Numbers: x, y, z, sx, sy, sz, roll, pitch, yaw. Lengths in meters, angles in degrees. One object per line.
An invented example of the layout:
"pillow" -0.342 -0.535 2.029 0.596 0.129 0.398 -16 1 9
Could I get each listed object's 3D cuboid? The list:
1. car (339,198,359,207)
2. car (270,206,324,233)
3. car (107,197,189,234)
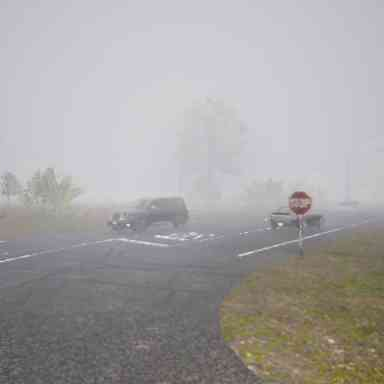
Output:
"car" 24.830 1.686 52.581 1.895 1.301 4.718 0 0 40
"car" 6.503 1.558 20.332 2.128 1.511 4.902 0 0 41
"car" -2.513 1.355 20.574 2.150 2.045 5.566 0 0 41
